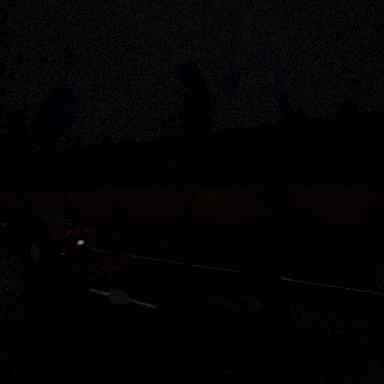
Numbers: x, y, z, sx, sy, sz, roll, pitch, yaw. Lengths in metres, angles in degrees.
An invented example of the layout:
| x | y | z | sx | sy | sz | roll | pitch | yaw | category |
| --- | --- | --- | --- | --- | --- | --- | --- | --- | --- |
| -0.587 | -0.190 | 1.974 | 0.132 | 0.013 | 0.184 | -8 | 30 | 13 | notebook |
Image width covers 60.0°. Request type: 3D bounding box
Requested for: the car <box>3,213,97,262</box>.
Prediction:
| x | y | z | sx | sy | sz | roll | pitch | yaw | category |
| --- | --- | --- | --- | --- | --- | --- | --- | --- | --- |
| -5.653 | 1.506 | 12.320 | 5.008 | 1.535 | 1.882 | 0 | 0 | 36 | car |

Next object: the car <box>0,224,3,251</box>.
| x | y | z | sx | sy | sz | roll | pitch | yaw | category |
| --- | --- | --- | --- | --- | --- | --- | --- | --- | --- |
| -7.872 | 1.576 | 9.604 | 5.357 | 1.411 | 2.033 | 0 | 0 | 35 | car |
